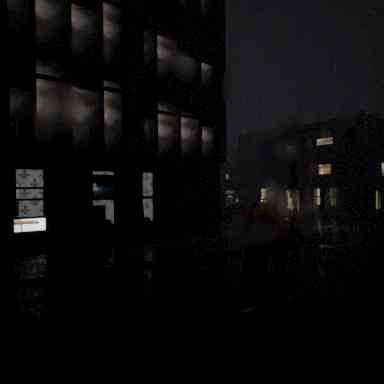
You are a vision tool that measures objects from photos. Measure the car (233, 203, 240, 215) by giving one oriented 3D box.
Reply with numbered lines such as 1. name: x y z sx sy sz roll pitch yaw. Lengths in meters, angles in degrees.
1. car: 5.189 1.915 38.102 2.008 1.369 4.403 -2 0 -37

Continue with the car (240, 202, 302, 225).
1. car: 6.439 1.620 26.573 2.097 1.767 4.553 -1 0 -37

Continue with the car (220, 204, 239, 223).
1. car: 1.575 1.931 28.505 1.947 1.339 4.313 -2 0 -37
